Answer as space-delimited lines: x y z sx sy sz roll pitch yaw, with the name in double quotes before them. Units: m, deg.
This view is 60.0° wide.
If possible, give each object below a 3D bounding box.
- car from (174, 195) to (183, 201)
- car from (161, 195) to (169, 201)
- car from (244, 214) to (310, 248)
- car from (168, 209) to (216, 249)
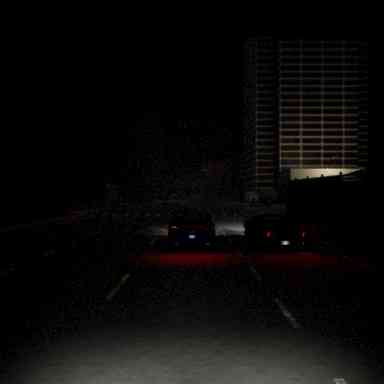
"car" -3.500 1.476 85.777 1.837 1.490 4.892 0 0 0
"car" -7.000 1.516 85.783 2.033 1.411 5.357 0 0 0
"car" 3.500 1.615 14.680 1.895 1.301 4.718 0 0 0
"car" 0.000 1.484 14.650 1.882 1.535 5.008 0 0 0
